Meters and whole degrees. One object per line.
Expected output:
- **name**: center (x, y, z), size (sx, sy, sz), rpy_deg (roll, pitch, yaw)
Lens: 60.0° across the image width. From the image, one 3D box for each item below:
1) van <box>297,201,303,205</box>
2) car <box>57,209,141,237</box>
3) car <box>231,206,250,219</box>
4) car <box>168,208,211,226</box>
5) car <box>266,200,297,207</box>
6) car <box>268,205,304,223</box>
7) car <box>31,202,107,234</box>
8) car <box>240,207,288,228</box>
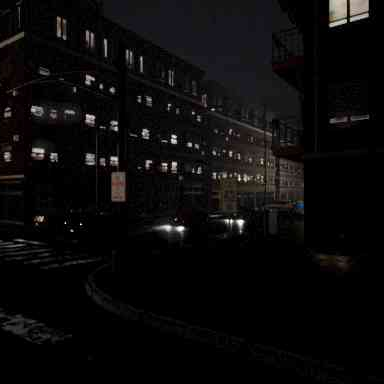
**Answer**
- **van**: center (18.399, 2.464, 58.836), size (1.690, 1.788, 3.998), rpy_deg (-1, -2, 35)
- **car**: center (-5.390, 1.884, 20.286), size (1.895, 1.301, 4.718), rpy_deg (0, -1, 36)
- **car**: center (5.563, 2.196, 35.935), size (1.994, 1.385, 4.181), rpy_deg (0, -1, 34)
- **car**: center (-0.150, 2.013, 27.759), size (1.994, 1.385, 4.181), rpy_deg (0, -1, 34)
- **car**: center (11.739, 2.050, 44.680), size (2.150, 2.045, 5.566), rpy_deg (0, -1, 35)
- **car**: center (8.995, 2.121, 30.807), size (2.008, 1.369, 4.403), rpy_deg (-2, -2, 35)
- **car**: center (-7.651, 1.604, 21.569), size (2.192, 1.841, 5.009), rpy_deg (-1, -2, 35)
- **car**: center (5.739, 2.048, 26.146), size (1.802, 1.307, 4.206), rpy_deg (-2, -2, 35)
